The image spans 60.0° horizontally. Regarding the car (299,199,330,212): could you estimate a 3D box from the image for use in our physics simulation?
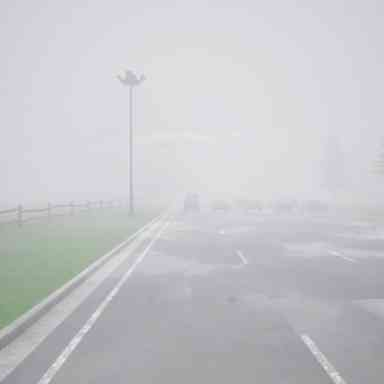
[{"bbox_3d":[13.987,1.544,38.211,2.033,1.411,5.357,0,0,0],"label":"car"}]

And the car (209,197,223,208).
[{"bbox_3d":[3.490,1.521,49.669,1.812,1.442,4.674,0,0,0],"label":"car"}]

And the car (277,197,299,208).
[{"bbox_3d":[13.984,1.500,48.815,1.837,1.490,4.892,0,0,0],"label":"car"}]

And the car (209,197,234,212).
[{"bbox_3d":[3.495,1.560,39.635,1.994,1.385,4.181,0,0,0],"label":"car"}]

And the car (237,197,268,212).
[{"bbox_3d":[6.994,1.544,39.073,2.033,1.411,5.357,0,0,0],"label":"car"}]

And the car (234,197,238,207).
[{"bbox_3d":[6.989,1.487,49.395,2.128,1.511,4.902,0,0,0],"label":"car"}]

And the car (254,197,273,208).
[{"bbox_3d":[10.487,1.521,49.204,1.812,1.442,4.674,0,0,0],"label":"car"}]

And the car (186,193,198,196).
[{"bbox_3d":[-0.016,1.217,48.797,2.150,2.045,5.566,0,0,0],"label":"car"}]

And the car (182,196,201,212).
[{"bbox_3d":[-0.011,1.501,38.365,1.837,1.490,4.892,0,0,0],"label":"car"}]

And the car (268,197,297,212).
[{"bbox_3d":[10.493,1.522,39.153,1.812,1.442,4.674,0,0,0],"label":"car"}]
